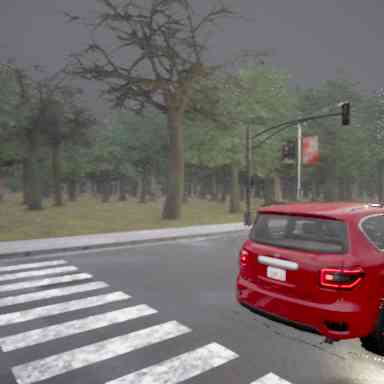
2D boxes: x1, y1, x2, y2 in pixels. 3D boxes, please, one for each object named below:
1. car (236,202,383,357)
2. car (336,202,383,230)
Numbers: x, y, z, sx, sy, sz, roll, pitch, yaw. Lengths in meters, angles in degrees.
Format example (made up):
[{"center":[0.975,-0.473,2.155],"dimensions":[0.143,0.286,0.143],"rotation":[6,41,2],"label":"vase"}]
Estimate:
[{"center":[3.266,1.202,6.260],"dimensions":[5.566,2.045,2.150],"rotation":[0,1,-38],"label":"car"},{"center":[11.257,1.459,21.131],"dimensions":[4.674,1.442,1.812],"rotation":[0,0,-38],"label":"car"}]
